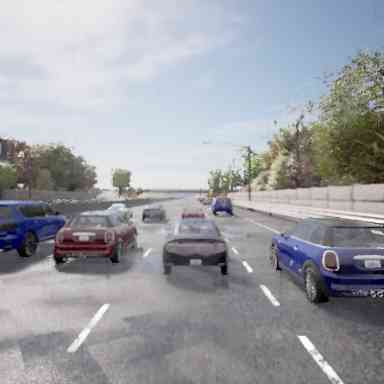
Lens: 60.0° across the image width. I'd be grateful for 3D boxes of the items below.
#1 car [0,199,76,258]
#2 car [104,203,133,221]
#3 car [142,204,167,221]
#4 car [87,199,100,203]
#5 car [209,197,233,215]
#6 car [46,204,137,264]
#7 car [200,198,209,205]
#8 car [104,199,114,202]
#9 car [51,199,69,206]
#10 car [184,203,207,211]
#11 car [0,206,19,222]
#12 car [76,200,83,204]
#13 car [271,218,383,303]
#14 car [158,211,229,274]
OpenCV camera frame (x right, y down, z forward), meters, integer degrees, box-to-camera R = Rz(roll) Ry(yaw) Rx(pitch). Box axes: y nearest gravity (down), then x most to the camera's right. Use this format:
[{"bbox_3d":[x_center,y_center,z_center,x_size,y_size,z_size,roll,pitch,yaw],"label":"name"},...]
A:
[{"bbox_3d":[-6.902,1.369,13.569,2.150,2.045,5.566,0,-1,0],"label":"car"},{"bbox_3d":[-6.903,1.872,31.710,1.812,1.442,4.674,0,-1,0],"label":"car"},{"bbox_3d":[-3.401,1.825,30.564,2.128,1.511,4.902,0,-1,0],"label":"car"},{"bbox_3d":[-21.005,2.259,71.051,1.837,1.490,4.892,0,-1,0],"label":"car"},{"bbox_3d":[3.498,1.635,39.313,2.150,2.045,5.566,0,-1,0],"label":"car"},{"bbox_3d":[-3.402,1.489,12.594,2.097,1.767,4.553,0,-1,0],"label":"car"},{"bbox_3d":[3.494,2.426,77.295,1.994,1.385,4.181,0,-1,0],"label":"car"},{"bbox_3d":[-17.505,2.283,70.634,1.812,1.442,4.674,0,-1,0],"label":"car"},{"bbox_3d":[-28.005,2.283,70.633,1.812,1.442,4.674,0,-1,0],"label":"car"},{"bbox_3d":[0.100,1.920,29.205,1.895,1.301,4.718,0,-1,0],"label":"car"},{"bbox_3d":[-17.598,1.924,29.610,1.895,1.301,4.718,0,-1,0],"label":"car"},{"bbox_3d":[-24.505,2.311,70.633,1.994,1.385,4.181,0,-1,0],"label":"car"},{"bbox_3d":[3.503,1.437,8.572,2.097,1.767,4.553,0,-1,0],"label":"car"},{"bbox_3d":[0.101,1.611,10.935,2.128,1.511,4.902,0,-1,0],"label":"car"}]
